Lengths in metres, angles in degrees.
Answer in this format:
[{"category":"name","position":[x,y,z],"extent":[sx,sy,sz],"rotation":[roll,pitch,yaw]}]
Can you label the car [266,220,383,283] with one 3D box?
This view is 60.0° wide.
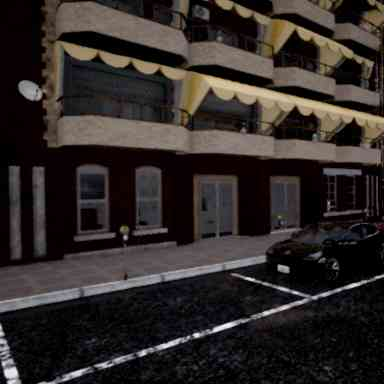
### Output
[{"category":"car","position":[4.021,1.501,9.439],"extent":[4.313,1.339,1.947],"rotation":[-1,0,-35]}]
